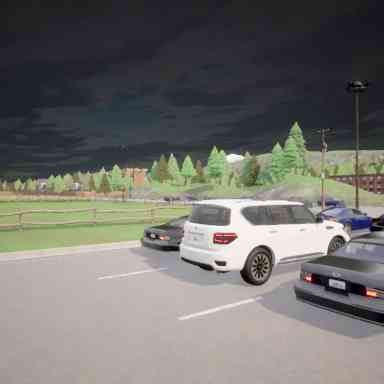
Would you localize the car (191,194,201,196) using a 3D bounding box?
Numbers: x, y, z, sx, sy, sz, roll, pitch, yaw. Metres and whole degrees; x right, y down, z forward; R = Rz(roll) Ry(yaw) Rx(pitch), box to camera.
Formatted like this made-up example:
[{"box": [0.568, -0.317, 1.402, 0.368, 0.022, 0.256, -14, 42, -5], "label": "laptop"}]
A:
[{"box": [1.298, 1.290, 75.111, 2.097, 1.767, 4.553, 0, 0, -36], "label": "car"}]

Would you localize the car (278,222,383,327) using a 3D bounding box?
[{"box": [4.392, 1.547, 6.898, 5.357, 1.411, 2.033, 0, 0, -36], "label": "car"}]

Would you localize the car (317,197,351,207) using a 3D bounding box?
[{"box": [22.239, 1.526, 52.359, 1.812, 1.442, 4.674, 0, 0, -36], "label": "car"}]

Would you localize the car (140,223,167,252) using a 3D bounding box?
[{"box": [0.694, 1.547, 12.860, 5.357, 1.411, 2.033, 0, 0, -36], "label": "car"}]

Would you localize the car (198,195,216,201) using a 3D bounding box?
[{"box": [3.409, 1.449, 78.149, 1.994, 1.385, 4.181, 0, 0, -36], "label": "car"}]

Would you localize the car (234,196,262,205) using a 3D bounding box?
[{"box": [10.488, 1.547, 62.476, 2.033, 1.411, 5.357, 0, 0, -36], "label": "car"}]

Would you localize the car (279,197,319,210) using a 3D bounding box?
[{"box": [14.435, 1.492, 45.209, 2.128, 1.511, 4.902, 0, 0, -36], "label": "car"}]

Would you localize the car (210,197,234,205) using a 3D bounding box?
[{"box": [5.158, 1.564, 57.872, 1.994, 1.385, 4.181, 0, 0, -36], "label": "car"}]

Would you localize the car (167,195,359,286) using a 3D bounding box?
[{"box": [2.275, 1.221, 9.689, 5.566, 2.045, 2.150, 0, 0, -35], "label": "car"}]

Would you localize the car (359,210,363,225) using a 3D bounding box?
[{"box": [8.475, 1.526, 18.460, 4.674, 1.442, 1.812, 0, 0, -36], "label": "car"}]

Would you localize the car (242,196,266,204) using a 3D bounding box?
[{"box": [12.251, 1.505, 66.052, 1.837, 1.490, 4.892, 0, 0, -36], "label": "car"}]

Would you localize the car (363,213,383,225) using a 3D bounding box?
[{"box": [10.340, 1.478, 15.498, 5.008, 1.535, 1.882, 0, 0, -35], "label": "car"}]

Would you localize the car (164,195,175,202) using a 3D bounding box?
[{"box": [-3.992, 1.431, 70.488, 1.882, 1.535, 5.008, 0, 0, -36], "label": "car"}]
